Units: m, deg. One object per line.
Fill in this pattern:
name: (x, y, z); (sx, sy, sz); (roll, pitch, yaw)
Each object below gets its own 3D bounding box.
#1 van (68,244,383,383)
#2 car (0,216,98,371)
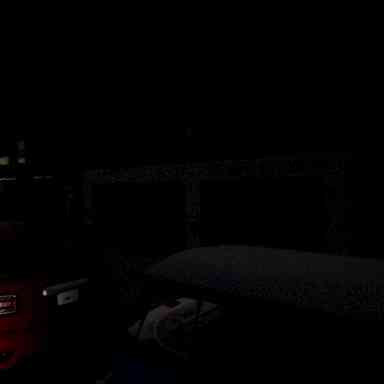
van: (1.222, 1.341, 1.988); (3.998, 1.788, 1.690); (0, -1, 36)
car: (-3.396, 1.312, 5.283); (5.009, 1.841, 2.192); (0, -1, 36)
